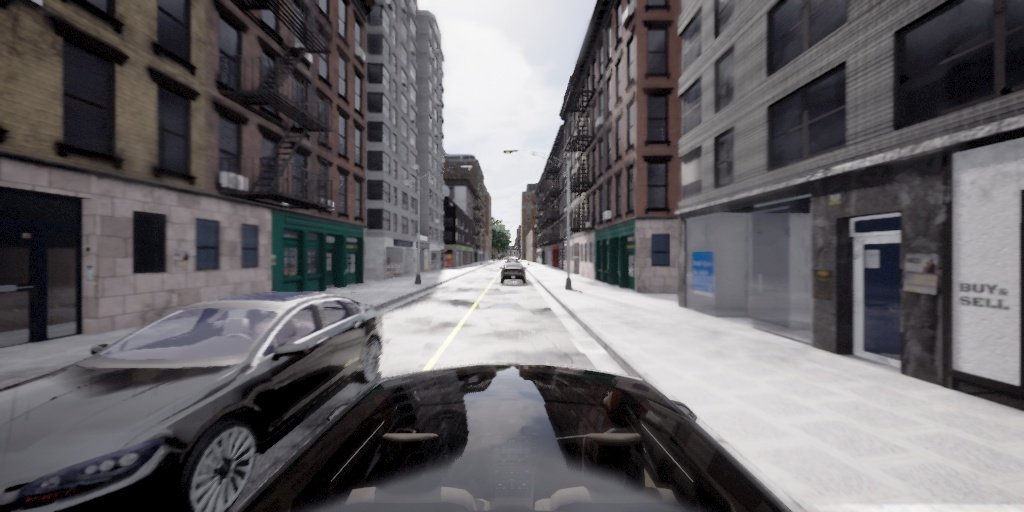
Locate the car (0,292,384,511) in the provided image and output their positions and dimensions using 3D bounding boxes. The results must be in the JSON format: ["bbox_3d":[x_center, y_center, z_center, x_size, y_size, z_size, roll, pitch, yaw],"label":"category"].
[{"bbox_3d":[-3.093,1.240,4.234,2.128,1.511,4.902,0,0,0],"label":"car"}]

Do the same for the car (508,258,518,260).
[{"bbox_3d":[0.090,1.104,47.876,2.097,1.767,4.553,0,0,0],"label":"car"}]

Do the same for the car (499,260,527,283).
[{"bbox_3d":[0.093,1.255,27.964,1.837,1.490,4.892,0,0,0],"label":"car"}]
